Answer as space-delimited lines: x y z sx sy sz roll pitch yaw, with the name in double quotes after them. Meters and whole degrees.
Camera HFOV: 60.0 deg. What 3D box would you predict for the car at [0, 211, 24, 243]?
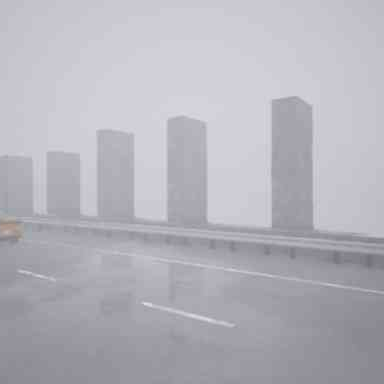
-9.626 1.499 14.898 5.008 1.535 1.882 0 0 33 "car"
